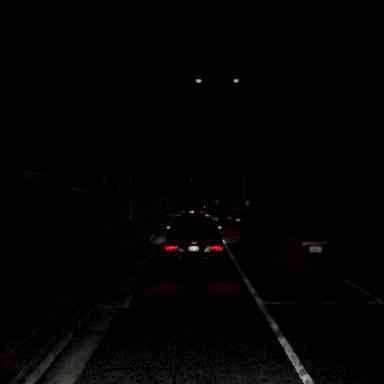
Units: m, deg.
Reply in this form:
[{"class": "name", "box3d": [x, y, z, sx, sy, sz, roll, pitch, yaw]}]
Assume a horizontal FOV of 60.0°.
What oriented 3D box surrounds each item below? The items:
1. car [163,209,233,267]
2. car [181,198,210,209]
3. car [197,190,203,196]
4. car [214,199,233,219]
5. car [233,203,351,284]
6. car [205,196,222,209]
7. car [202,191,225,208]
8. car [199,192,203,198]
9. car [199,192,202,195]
[{"class": "car", "box3d": [0.066, 1.537, 11.346, 2.033, 1.411, 5.357, 0, 0, 0]}, {"class": "car", "box3d": [0.065, 1.452, 26.209, 2.033, 1.411, 5.357, 0, 0, 0]}, {"class": "car", "box3d": [2.674, 0.724, 70.681, 2.192, 1.841, 5.009, 2, 1, 0]}, {"class": "car", "box3d": [2.751, 1.460, 22.209, 1.812, 1.442, 4.674, 0, 0, 0]}, {"class": "car", "box3d": [2.661, 1.310, 9.558, 2.192, 1.841, 5.009, 1, 0, 0]}, {"class": "car", "box3d": [2.663, 1.303, 42.910, 1.887, 1.381, 4.507, 2, 1, 0]}, {"class": "car", "box3d": [2.668, 1.128, 37.350, 2.192, 1.841, 5.009, 2, 1, 0]}, {"class": "car", "box3d": [2.665, 1.194, 54.021, 1.947, 1.339, 4.313, 2, 1, 0]}, {"class": "car", "box3d": [2.666, 1.122, 59.577, 1.947, 1.339, 4.313, 2, 1, 0]}]
